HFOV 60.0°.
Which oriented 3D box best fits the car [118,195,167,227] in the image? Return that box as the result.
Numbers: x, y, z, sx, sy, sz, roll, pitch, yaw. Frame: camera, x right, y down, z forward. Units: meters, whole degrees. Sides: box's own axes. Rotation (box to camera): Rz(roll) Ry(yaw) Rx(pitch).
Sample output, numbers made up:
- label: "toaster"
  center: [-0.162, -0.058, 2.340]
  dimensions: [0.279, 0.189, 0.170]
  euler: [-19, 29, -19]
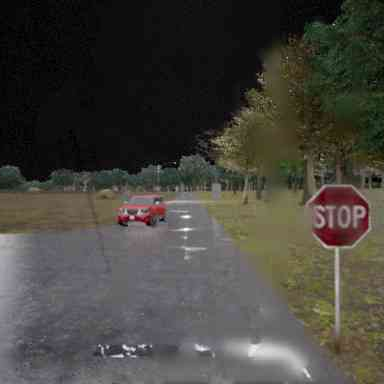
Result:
- label: "car"
  center: [-3.225, 1.212, 22.971]
  dimensions: [2.150, 2.045, 5.566]
  euler: [0, 0, 9]
